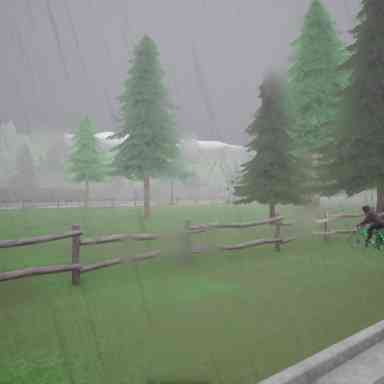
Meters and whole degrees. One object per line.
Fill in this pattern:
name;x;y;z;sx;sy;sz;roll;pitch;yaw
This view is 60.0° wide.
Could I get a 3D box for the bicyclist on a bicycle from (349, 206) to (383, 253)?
bicyclist on a bicycle;6.260;1.310;11.593;0.582;1.620;1.656;0;-2;-37
